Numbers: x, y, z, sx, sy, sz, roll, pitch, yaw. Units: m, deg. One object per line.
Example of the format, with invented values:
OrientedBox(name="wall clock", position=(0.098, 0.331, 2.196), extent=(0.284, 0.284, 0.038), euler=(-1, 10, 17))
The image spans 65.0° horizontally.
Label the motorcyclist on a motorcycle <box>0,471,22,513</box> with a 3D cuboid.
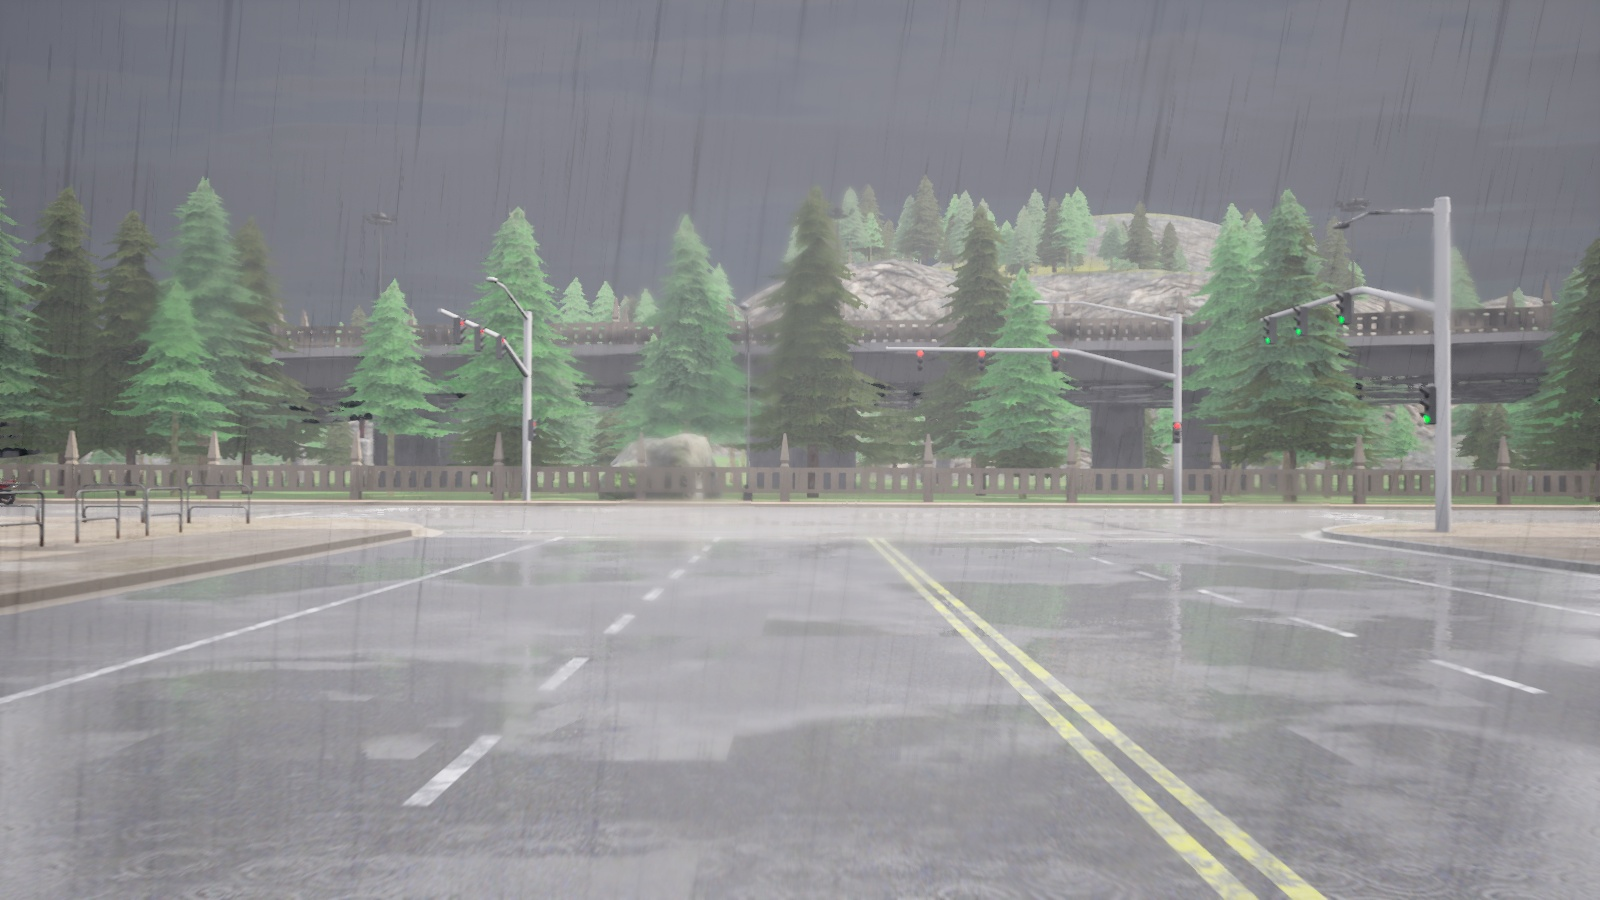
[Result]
OrientedBox(name="motorcyclist on a motorcycle", position=(-30.221, 1.558, 46.722), extent=(2.044, 1.523, 0.797), euler=(0, -1, 1))
